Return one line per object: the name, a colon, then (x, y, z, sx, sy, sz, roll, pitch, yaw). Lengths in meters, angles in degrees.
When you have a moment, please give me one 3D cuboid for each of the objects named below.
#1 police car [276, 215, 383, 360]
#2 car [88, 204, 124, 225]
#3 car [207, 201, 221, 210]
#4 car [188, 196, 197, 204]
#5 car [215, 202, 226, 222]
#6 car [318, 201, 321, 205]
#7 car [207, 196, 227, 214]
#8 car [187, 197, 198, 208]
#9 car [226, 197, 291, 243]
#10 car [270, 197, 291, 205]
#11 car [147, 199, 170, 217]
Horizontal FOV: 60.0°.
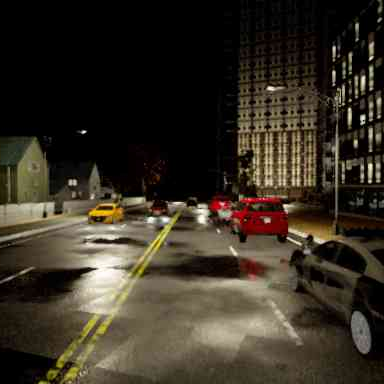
police car: (3.253, 1.468, 6.137, 1.930, 1.638, 5.238, 0, 0, 0)
car: (-6.584, 1.665, 25.895, 1.882, 1.535, 5.008, 0, 0, 0)
car: (3.279, 1.984, 50.071, 1.895, 1.301, 4.718, 0, 0, 0)
car: (0.045, 1.882, 78.412, 2.097, 1.767, 4.553, 0, -1, 0)
car: (3.266, 1.807, 28.064, 1.895, 1.301, 4.718, 0, 0, 0)
car: (33.706, 2.643, 82.482, 4.507, 1.381, 1.887, 0, 1, 20)
car: (3.272, 1.515, 39.070, 2.150, 2.045, 5.566, 0, 0, 0)
car: (0.034, 2.023, 59.148, 1.994, 1.385, 4.181, 0, 0, 0)
car: (3.258, 1.344, 17.072, 2.150, 2.045, 5.566, 0, 0, 0)
car: (23.062, 2.356, 86.383, 5.009, 1.841, 2.192, 0, 1, 20)
car: (-3.333, 1.782, 34.525, 1.812, 1.442, 4.674, 0, 0, 0)
